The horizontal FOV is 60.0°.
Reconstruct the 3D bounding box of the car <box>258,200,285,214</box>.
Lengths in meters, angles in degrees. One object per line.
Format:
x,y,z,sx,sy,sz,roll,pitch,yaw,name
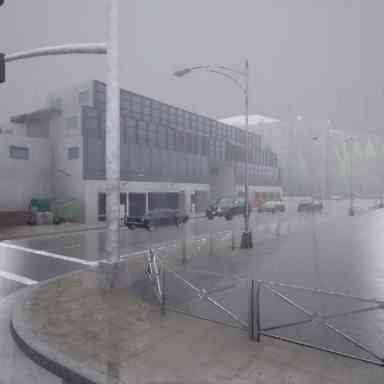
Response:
9.201,1.702,38.256,1.812,1.442,4.674,0,0,36,car

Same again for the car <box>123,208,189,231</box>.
-2.303,1.777,22.153,1.895,1.301,4.718,0,0,35,car

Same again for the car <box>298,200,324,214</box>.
13.658,1.680,38.164,1.837,1.490,4.892,0,0,35,car

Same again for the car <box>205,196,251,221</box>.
3.427,1.398,30.183,2.150,2.045,5.566,0,0,36,car
